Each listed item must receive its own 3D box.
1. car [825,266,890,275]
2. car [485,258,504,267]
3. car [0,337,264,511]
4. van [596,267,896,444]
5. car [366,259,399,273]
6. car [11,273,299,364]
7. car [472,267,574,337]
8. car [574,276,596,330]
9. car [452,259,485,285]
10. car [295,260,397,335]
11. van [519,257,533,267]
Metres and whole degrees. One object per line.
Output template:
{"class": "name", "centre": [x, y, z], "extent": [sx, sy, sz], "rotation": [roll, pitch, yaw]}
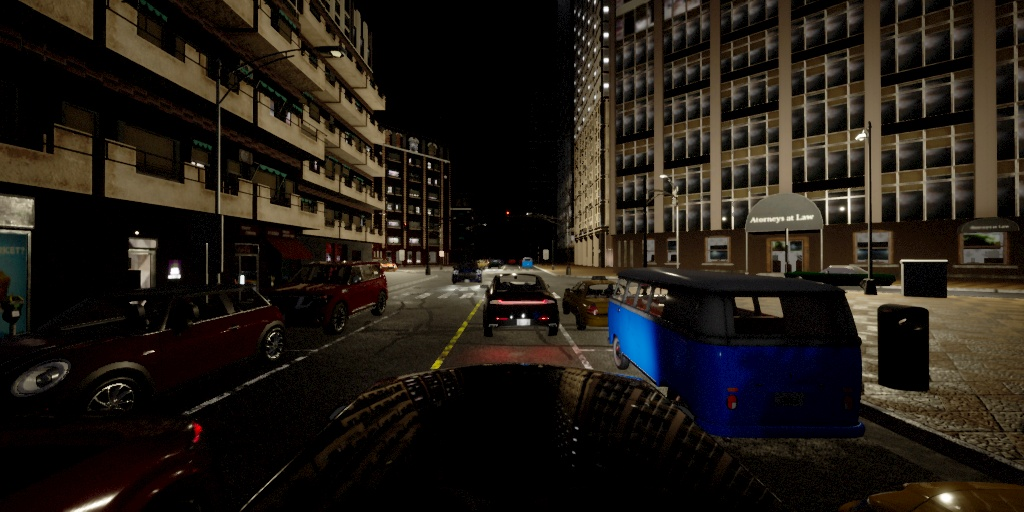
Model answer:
{"class": "car", "centre": [18.306, 1.194, 20.426], "extent": [4.718, 1.301, 1.895], "rotation": [-1, -1, 40]}
{"class": "car", "centre": [-2.824, 1.425, 58.789], "extent": [1.895, 1.301, 4.718], "rotation": [0, 0, 2]}
{"class": "car", "centre": [-2.853, 1.314, 0.572], "extent": [1.994, 1.385, 4.181], "rotation": [0, 0, 0]}
{"class": "van", "centre": [2.565, 1.092, 5.171], "extent": [1.690, 1.789, 3.998], "rotation": [0, 0, 0]}
{"class": "car", "centre": [-16.923, 1.273, 46.736], "extent": [4.553, 1.767, 2.097], "rotation": [-1, -1, 41]}
{"class": "car", "centre": [-5.315, 1.191, 5.164], "extent": [1.967, 1.591, 4.097], "rotation": [0, 0, 0]}
{"class": "car", "centre": [0.132, 1.244, 10.312], "extent": [2.128, 1.511, 4.902], "rotation": [0, 0, -3]}
{"class": "car", "centre": [2.564, 1.278, 10.877], "extent": [1.751, 1.417, 4.829], "rotation": [0, 0, 0]}
{"class": "car", "centre": [-3.248, 1.120, 26.629], "extent": [2.097, 1.767, 4.553], "rotation": [0, 0, -5]}
{"class": "car", "centre": [-5.316, 1.068, 10.700], "extent": [2.192, 1.841, 5.009], "rotation": [0, 0, 0]}
{"class": "van", "centre": [2.558, 1.167, 59.700], "extent": [1.690, 1.789, 3.998], "rotation": [0, 0, 0]}
